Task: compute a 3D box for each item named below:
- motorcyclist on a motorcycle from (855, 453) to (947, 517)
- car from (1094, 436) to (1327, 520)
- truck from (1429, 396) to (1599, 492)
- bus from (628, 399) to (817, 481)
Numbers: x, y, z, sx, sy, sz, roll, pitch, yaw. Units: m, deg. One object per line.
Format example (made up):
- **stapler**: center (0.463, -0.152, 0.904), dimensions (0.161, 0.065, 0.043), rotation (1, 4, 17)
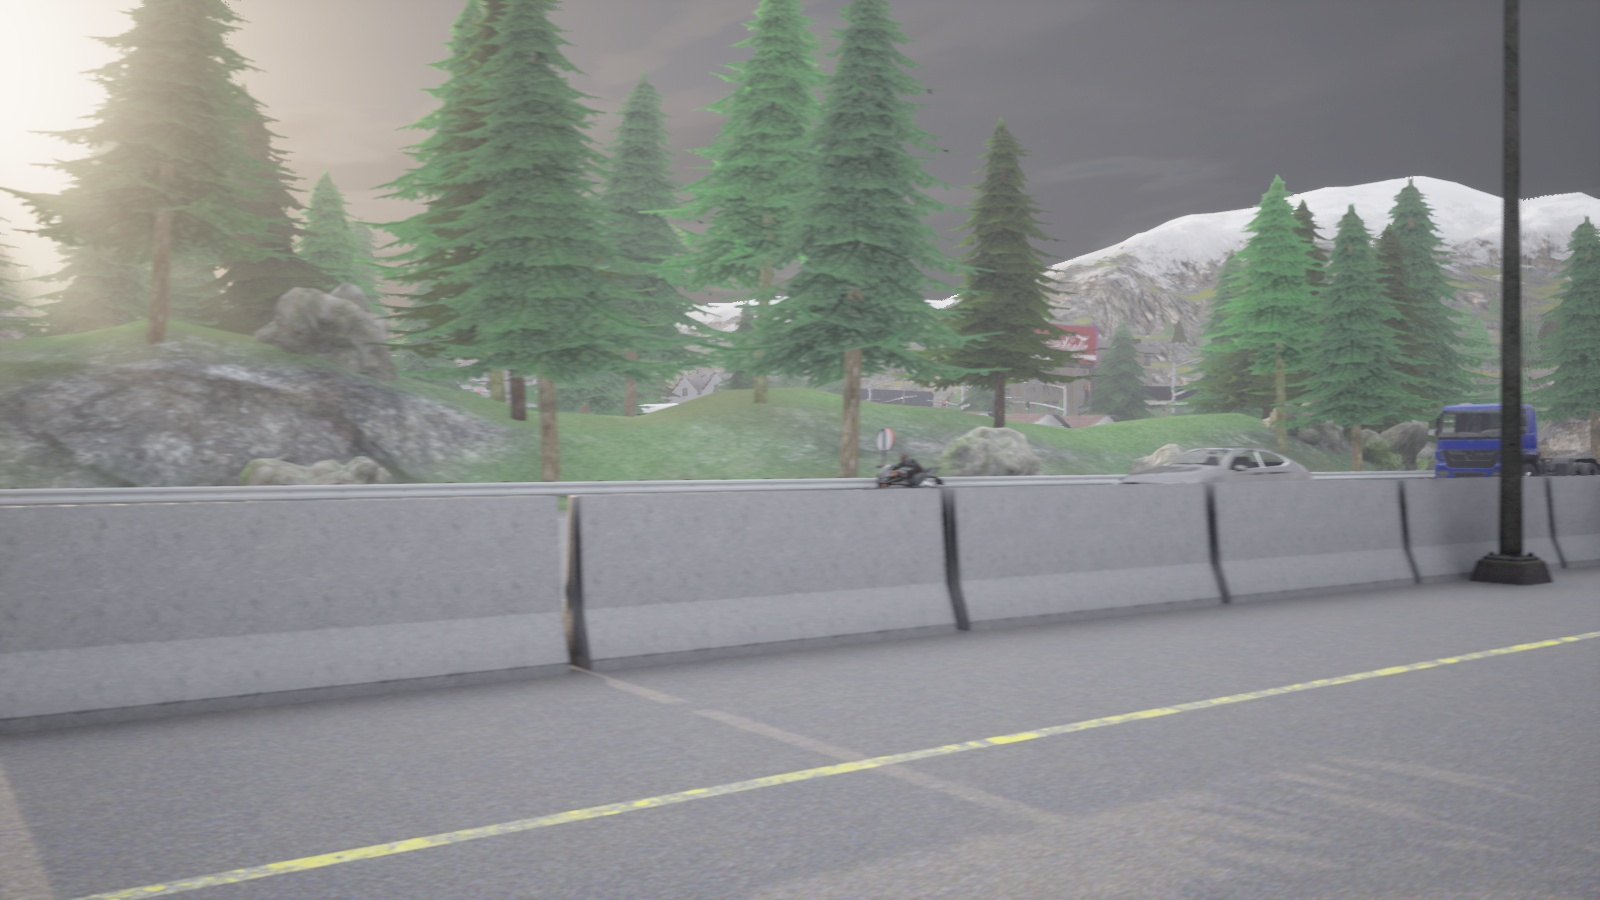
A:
- **motorcyclist on a motorcycle**: center (2.501, 0.831, 30.972), dimensions (2.191, 1.530, 0.866), rotation (0, 0, -35)
- **car**: center (8.826, 0.550, 26.842), dimensions (5.027, 1.651, 2.152), rotation (0, 0, -35)
- **truck**: center (27.901, -0.221, 48.633), dimensions (7.936, 3.462, 2.891), rotation (0, 0, -35)
- **bus**: center (-4.429, -0.507, 69.858), dimensions (10.273, 4.253, 3.944), rotation (0, 0, 35)
